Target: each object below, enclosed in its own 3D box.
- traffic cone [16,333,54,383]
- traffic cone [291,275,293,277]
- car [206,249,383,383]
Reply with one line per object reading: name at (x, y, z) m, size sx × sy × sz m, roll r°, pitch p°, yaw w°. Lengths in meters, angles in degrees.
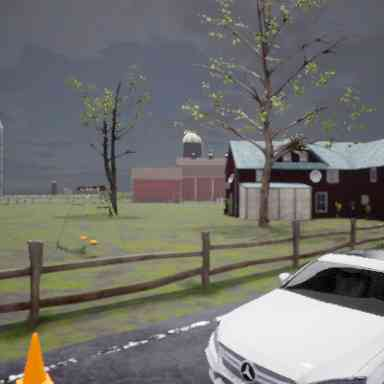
traffic cone at (-1.849, 1.965, 3.921) m, size 0.340 × 0.580 × 0.340 m, roll 1°, pitch 0°, yaw -36°
traffic cone at (2.067, 2.018, 6.894) m, size 0.340 × 0.580 × 0.340 m, roll 1°, pitch 0°, yaw -38°
car at (2.318, 1.573, 4.423) m, size 4.674 × 1.442 × 1.812 m, roll 1°, pitch 0°, yaw -38°
